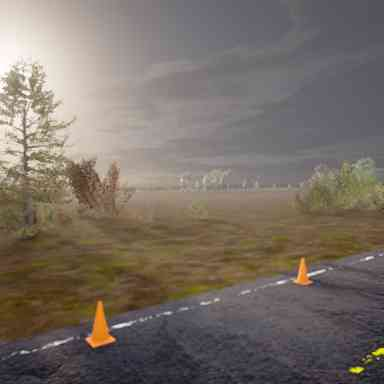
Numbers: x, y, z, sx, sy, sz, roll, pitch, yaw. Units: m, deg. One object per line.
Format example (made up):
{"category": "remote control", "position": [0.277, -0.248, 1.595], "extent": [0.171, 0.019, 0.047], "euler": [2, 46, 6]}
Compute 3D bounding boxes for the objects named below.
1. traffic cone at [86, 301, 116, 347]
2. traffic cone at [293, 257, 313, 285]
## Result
{"category": "traffic cone", "position": [-1.371, 1.930, 4.982], "extent": [0.340, 0.580, 0.340], "euler": [-1, 1, -36]}
{"category": "traffic cone", "position": [2.645, 1.852, 7.914], "extent": [0.340, 0.580, 0.340], "euler": [-1, 1, -36]}
